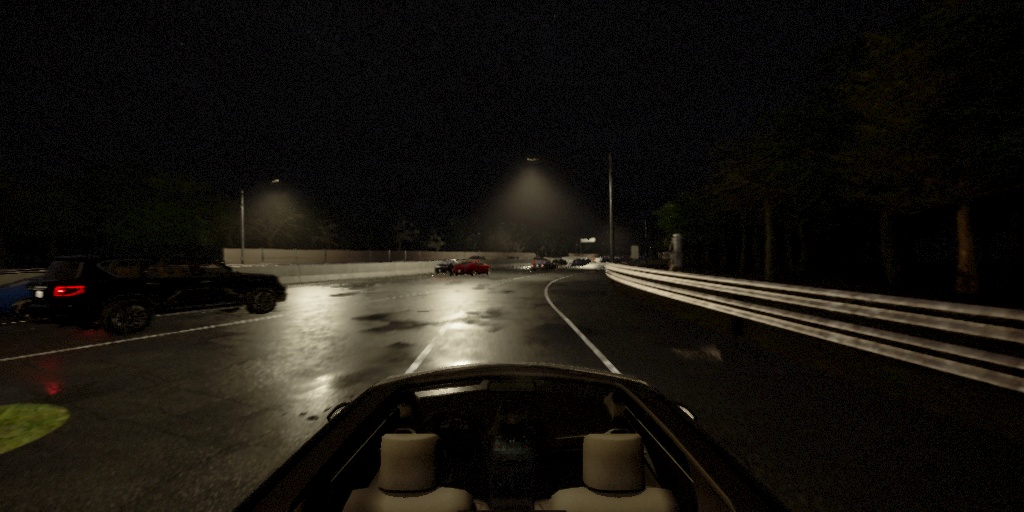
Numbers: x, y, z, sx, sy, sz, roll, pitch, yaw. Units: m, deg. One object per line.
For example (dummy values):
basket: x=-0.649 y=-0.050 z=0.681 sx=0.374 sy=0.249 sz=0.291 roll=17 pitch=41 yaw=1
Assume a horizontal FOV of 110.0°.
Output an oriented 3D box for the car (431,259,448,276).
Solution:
car: x=-6.123 y=1.235 z=37.441 sx=2.128 sy=1.511 sz=4.902 roll=-1 pitch=0 yaw=23

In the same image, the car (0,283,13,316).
car: x=-16.434 y=1.392 z=13.575 sx=2.033 sy=1.411 sz=5.357 roll=-1 pitch=0 yaw=23

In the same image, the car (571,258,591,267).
car: x=11.378 y=1.094 z=60.350 sx=2.033 sy=1.411 sz=5.357 roll=-1 pitch=0 yaw=23

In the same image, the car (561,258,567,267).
car: x=8.165 y=1.083 z=61.753 sx=2.128 sy=1.511 sz=4.902 roll=-1 pitch=0 yaw=23

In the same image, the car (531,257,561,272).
car: x=3.868 y=1.166 z=42.909 sx=2.033 sy=1.411 sz=5.357 roll=-1 pitch=0 yaw=23

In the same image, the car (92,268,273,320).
car: x=-12.423 y=1.297 z=14.033 sx=1.837 sy=1.490 sz=4.892 roll=-1 pitch=0 yaw=23

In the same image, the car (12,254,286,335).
car: x=-9.992 y=0.975 z=10.848 sx=2.150 sy=2.045 sz=5.566 roll=-1 pitch=0 yaw=23

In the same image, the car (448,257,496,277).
car: x=-3.704 y=1.185 z=34.214 sx=1.882 sy=1.535 sz=5.008 roll=-1 pitch=0 yaw=23
